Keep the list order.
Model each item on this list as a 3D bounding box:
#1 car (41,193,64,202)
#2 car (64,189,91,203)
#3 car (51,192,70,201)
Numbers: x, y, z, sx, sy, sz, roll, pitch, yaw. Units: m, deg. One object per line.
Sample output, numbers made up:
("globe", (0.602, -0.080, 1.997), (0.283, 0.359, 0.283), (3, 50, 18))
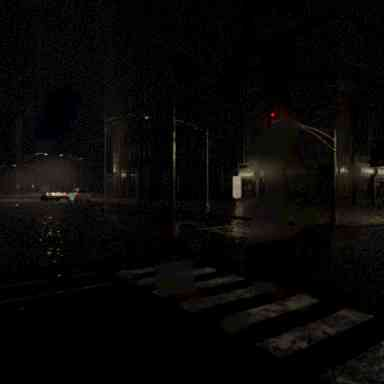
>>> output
("car", (-22.015, 0.783, 51.520), (2.033, 1.411, 5.357), (0, 1, -35))
("car", (-16.734, 0.519, 49.323), (2.150, 2.045, 5.566), (0, 1, -35))
("car", (-22.963, 0.758, 58.037), (1.895, 1.301, 4.718), (0, 1, -35))
